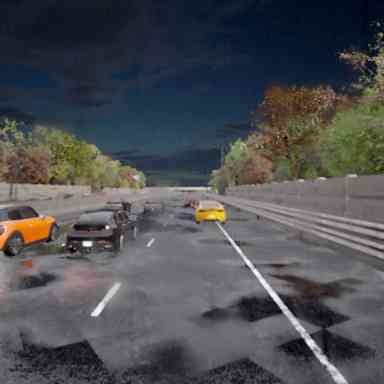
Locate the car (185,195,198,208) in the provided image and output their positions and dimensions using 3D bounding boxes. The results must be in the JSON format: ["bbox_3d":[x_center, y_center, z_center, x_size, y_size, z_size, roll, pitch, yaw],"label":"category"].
[{"bbox_3d":[0.004,1.377,44.820,1.895,1.301,4.718,0,0,0],"label":"car"}]

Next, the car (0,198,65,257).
[{"bbox_3d":[-6.906,1.276,12.760,2.097,1.767,4.553,0,0,0],"label":"car"}]

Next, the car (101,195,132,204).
[{"bbox_3d":[-6.914,1.328,31.546,2.128,1.511,4.902,0,0,0],"label":"car"}]

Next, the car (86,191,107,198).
[{"bbox_3d":[-17.541,0.921,62.514,2.150,2.045,5.566,0,0,0],"label":"car"}]

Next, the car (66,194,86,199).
[{"bbox_3d":[-21.046,1.181,61.714,1.882,1.535,5.008,0,0,1],"label":"car"}]

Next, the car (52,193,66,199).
[{"bbox_3d":[-24.536,1.055,62.368,2.097,1.767,4.553,0,0,0],"label":"car"}]

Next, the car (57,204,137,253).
[{"bbox_3d":[-3.406,1.426,13.271,1.837,1.490,4.892,0,0,0],"label":"car"}]

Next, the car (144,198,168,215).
[{"bbox_3d":[-3.413,1.328,31.554,2.128,1.511,4.902,0,0,0],"label":"car"}]

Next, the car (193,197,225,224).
[{"bbox_3d":[1.215,1.352,23.289,1.882,1.535,5.008,0,0,0],"label":"car"}]
